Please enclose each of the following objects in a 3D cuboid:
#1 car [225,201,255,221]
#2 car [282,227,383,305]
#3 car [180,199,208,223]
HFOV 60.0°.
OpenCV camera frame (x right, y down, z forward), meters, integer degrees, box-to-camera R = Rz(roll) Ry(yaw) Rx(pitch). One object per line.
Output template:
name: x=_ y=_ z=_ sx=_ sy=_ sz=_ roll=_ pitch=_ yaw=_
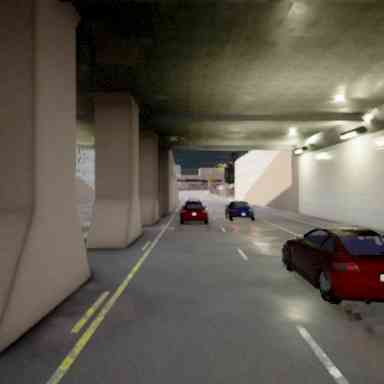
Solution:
car: x=3.655 y=1.401 z=25.827 sx=1.812 sy=1.442 sz=4.674 roll=0 pitch=0 yaw=0
car: x=3.614 y=1.526 z=8.075 sx=1.994 sy=1.385 sz=4.181 roll=0 pitch=0 yaw=0
car: x=0.149 y=1.444 z=24.362 sx=1.994 sy=1.385 sz=4.181 roll=0 pitch=0 yaw=0
